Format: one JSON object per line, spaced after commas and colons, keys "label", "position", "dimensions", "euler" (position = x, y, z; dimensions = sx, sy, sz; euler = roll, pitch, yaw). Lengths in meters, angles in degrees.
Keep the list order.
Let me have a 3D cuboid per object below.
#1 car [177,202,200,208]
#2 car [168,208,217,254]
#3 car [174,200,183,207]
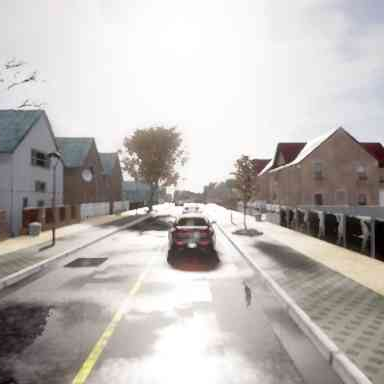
{"label": "car", "position": [0.016, 1.886, 29.000], "dimensions": [2.033, 1.411, 5.357], "euler": [0, -1, 0]}
{"label": "car", "position": [0.011, 1.664, 14.294], "dimensions": [1.837, 1.490, 4.892], "euler": [0, 0, 0]}
{"label": "car", "position": [-2.713, 2.555, 71.818], "dimensions": [2.128, 1.511, 4.902], "euler": [0, -1, 0]}
